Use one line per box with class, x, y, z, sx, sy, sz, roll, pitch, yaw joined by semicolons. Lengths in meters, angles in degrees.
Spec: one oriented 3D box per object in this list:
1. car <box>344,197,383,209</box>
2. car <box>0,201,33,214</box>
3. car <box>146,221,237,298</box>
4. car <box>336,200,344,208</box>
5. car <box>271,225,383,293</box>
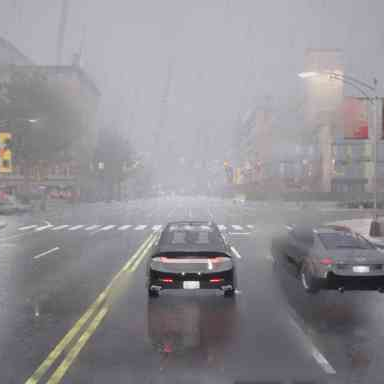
car;23.014;1.478;43.096;5.008;1.535;1.882;0;0;0
car;-19.265;1.601;34.610;4.718;1.301;1.895;0;0;0
car;-0.020;1.492;8.530;2.128;1.511;4.902;0;0;0
car;22.793;1.491;46.591;4.902;1.511;2.128;0;0;0
car;3.479;1.564;8.867;1.994;1.385;4.181;0;0;0
